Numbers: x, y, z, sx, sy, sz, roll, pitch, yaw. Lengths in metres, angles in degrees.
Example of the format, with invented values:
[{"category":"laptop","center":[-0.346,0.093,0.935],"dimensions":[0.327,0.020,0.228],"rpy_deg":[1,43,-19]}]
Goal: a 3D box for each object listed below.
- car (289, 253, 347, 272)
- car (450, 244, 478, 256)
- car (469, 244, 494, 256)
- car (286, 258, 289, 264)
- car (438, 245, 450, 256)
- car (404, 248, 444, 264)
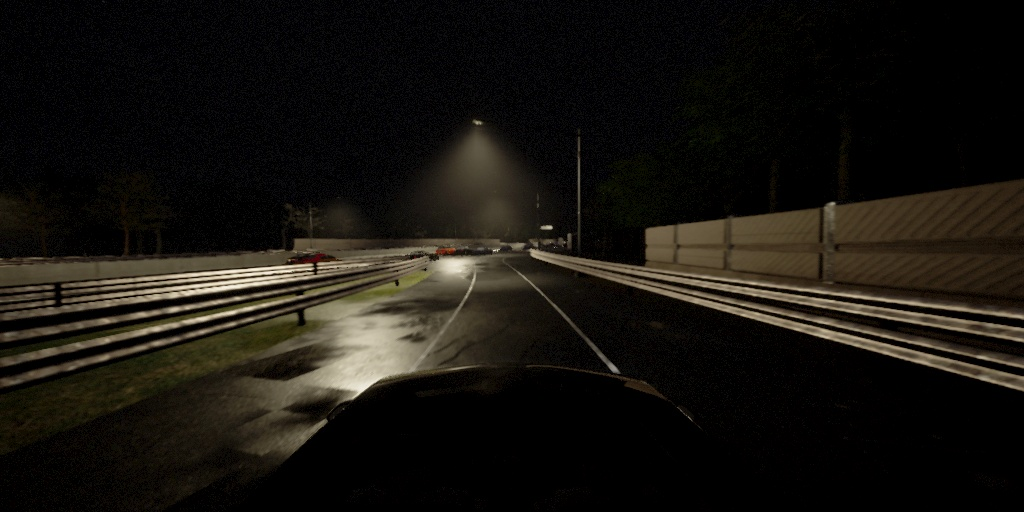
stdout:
[{"category":"car","center":[-17.274,0.551,32.866],"dimensions":[1.882,1.535,5.008],"rpy_deg":[0,3,18]},{"category":"car","center":[-8.095,-0.813,61.384],"dimensions":[2.128,1.511,4.902],"rpy_deg":[0,3,18]},{"category":"car","center":[-4.764,-0.759,60.300],"dimensions":[2.033,1.411,5.357],"rpy_deg":[0,3,18]},{"category":"car","center":[-19.992,0.472,35.844],"dimensions":[2.128,1.511,4.902],"rpy_deg":[0,3,18]},{"category":"car","center":[-11.445,-0.949,62.400],"dimensions":[2.097,1.767,4.553],"rpy_deg":[0,3,18]},{"category":"car","center":[-10.579,0.110,42.245],"dimensions":[2.033,1.411,5.357],"rpy_deg":[0,3,18]}]
